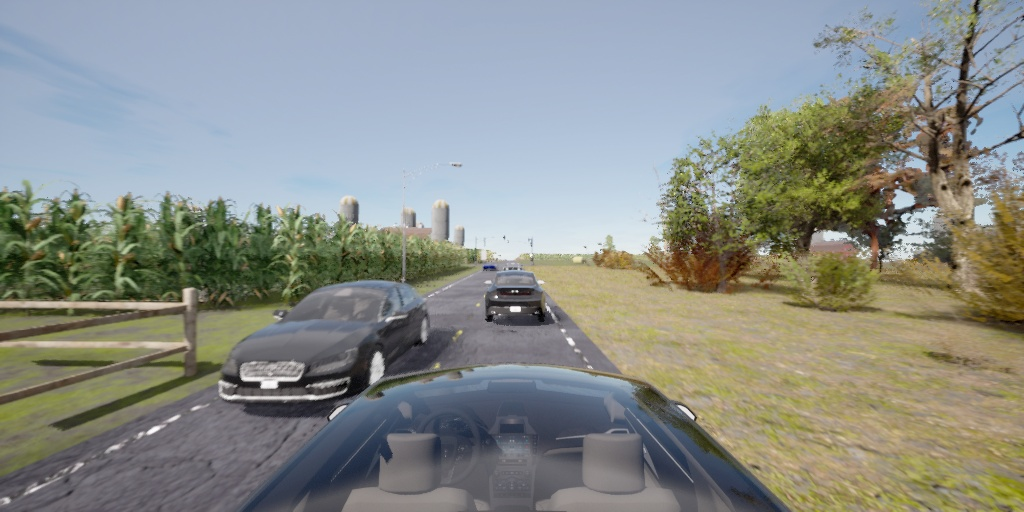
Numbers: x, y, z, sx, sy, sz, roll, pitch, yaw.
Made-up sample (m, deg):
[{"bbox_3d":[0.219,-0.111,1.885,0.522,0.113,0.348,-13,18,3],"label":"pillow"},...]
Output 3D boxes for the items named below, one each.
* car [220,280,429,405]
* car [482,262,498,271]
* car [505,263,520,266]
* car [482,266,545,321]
[{"bbox_3d":[-2.851,1.257,6.640,1.837,1.490,4.892,0,0,0],"label":"car"},{"bbox_3d":[-2.843,1.385,47.188,1.895,1.301,4.718,0,0,0],"label":"car"},{"bbox_3d":[0.095,1.374,38.600,1.895,1.301,4.718,0,0,0],"label":"car"},{"bbox_3d":[0.098,1.259,12.563,1.837,1.490,4.892,0,0,0],"label":"car"}]
